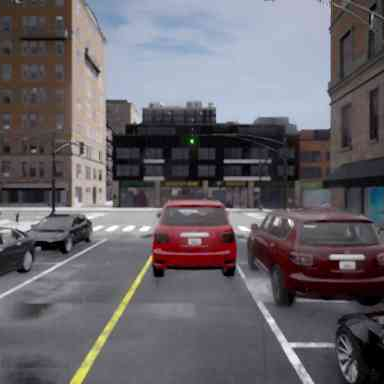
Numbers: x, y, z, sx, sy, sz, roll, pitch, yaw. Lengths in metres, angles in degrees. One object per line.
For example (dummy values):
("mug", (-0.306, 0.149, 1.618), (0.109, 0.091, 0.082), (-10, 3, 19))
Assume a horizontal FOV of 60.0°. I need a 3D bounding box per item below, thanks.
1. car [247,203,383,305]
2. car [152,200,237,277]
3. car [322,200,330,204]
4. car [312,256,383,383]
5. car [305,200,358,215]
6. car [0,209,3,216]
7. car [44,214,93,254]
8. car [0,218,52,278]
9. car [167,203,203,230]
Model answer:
("car", (2.638, 1.329, 8.032), (2.192, 1.841, 5.009), (0, 0, 0))
("car", (0.037, 1.241, 10.393), (2.150, 2.045, 5.566), (0, 0, -1))
("car", (13.579, 1.681, 32.775), (5.357, 1.411, 2.033), (0, 0, 0))
("car", (2.637, 1.570, 2.370), (1.947, 1.339, 4.313), (0, 0, 0))
("car", (15.043, 1.624, 36.034), (5.008, 1.535, 1.882), (0, 0, 0))
("car", (-17.511, 1.569, 25.936), (4.718, 1.301, 1.895), (0, 0, 0))
("car", (-5.386, 1.590, 13.695), (1.947, 1.339, 4.313), (0, 0, 0))
("car", (-5.387, 1.565, 8.033), (2.008, 1.369, 4.403), (0, 0, 0))
("car", (-0.583, 1.566, 22.266), (1.812, 1.442, 4.674), (0, 0, -8))
